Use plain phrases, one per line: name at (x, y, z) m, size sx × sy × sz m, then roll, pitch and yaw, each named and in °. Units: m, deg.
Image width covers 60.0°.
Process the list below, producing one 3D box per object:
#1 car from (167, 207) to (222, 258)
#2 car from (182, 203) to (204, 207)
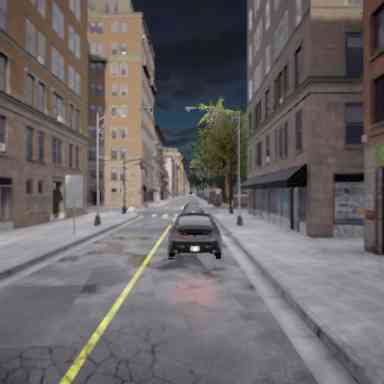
car at (0.097, 1.546, 12.865) m, size 1.837 × 1.490 × 4.892 m, roll 0°, pitch 0°, yaw 0°
car at (0.089, 1.659, 29.703) m, size 1.994 × 1.385 × 4.181 m, roll 0°, pitch 0°, yaw 0°
